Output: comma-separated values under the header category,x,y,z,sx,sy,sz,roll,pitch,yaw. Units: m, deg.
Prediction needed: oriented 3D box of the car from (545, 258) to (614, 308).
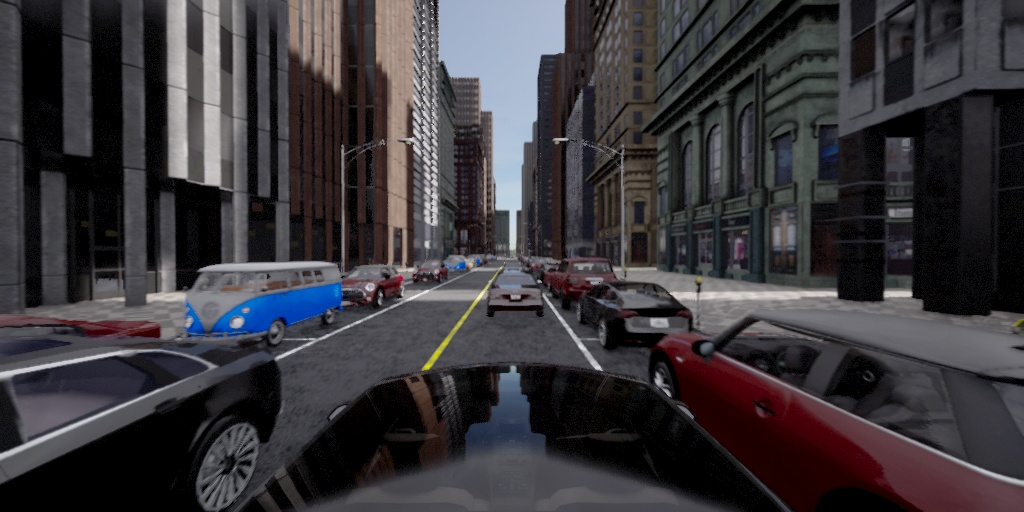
category,x,y,z,sx,sy,sz,roll,pitch,yaw
car,2.767,0.975,14.450,2.192,1.841,5.009,0,0,0

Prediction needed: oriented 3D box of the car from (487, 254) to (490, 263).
category,x,y,z,sx,sy,sz,roll,pitch,yaw
car,-5.737,0.625,65.172,2.192,1.841,5.009,0,0,0

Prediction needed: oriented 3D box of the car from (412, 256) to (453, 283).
category,x,y,z,sx,sy,sz,roll,pitch,yaw
car,-5.753,1.019,25.717,1.967,1.591,4.097,0,0,0

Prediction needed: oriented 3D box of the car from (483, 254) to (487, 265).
category,x,y,z,sx,sy,sz,roll,pitch,yaw
car,-5.739,0.787,59.535,1.967,1.591,4.097,0,0,0

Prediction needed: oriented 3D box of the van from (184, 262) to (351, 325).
category,x,y,z,sx,sy,sz,roll,pitch,yaw
van,-5.760,1.040,8.807,1.690,1.789,3.998,0,0,0

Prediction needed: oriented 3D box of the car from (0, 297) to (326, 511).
category,x,y,z,sx,sy,sz,roll,pitch,yaw
car,-3.100,1.244,1.412,2.128,1.511,4.902,0,0,0

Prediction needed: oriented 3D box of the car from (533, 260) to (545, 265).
category,x,y,z,sx,sy,sz,roll,pitch,yaw
car,2.772,1.146,25.722,1.948,1.339,4.313,0,0,0

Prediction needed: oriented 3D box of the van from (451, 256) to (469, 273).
category,x,y,z,sx,sy,sz,roll,pitch,yaw
van,-5.749,0.841,36.990,1.690,1.789,3.998,0,0,0

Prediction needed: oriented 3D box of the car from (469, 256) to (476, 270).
category,x,y,z,sx,sy,sz,roll,pitch,yaw
car,-5.746,0.986,42.457,1.751,1.417,4.829,0,0,0

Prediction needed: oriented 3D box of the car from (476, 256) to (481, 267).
category,x,y,z,sx,sy,sz,roll,pitch,yaw
car,-5.744,0.973,48.262,2.007,1.370,4.403,0,0,0

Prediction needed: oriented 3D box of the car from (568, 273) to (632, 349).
category,x,y,z,sx,sy,sz,roll,pitch,yaw
car,2.765,1.266,8.813,1.948,1.339,4.313,0,0,0

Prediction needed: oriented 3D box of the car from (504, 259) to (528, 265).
category,x,y,z,sx,sy,sz,roll,pitch,yaw
car,0.111,1.145,30.813,1.895,1.301,4.718,0,0,0

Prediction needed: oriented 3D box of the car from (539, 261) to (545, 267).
category,x,y,z,sx,sy,sz,roll,pitch,yaw
car,2.769,1.165,20.086,1.888,1.381,4.507,0,0,0

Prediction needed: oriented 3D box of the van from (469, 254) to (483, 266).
category,x,y,z,sx,sy,sz,roll,pitch,yaw
van,-5.742,0.726,53.899,1.690,1.789,3.998,0,0,0

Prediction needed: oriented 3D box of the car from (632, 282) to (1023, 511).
category,x,y,z,sx,sy,sz,roll,pitch,yaw
car,2.762,1.180,3.176,1.967,1.591,4.097,0,0,0

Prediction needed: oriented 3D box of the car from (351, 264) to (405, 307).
category,x,y,z,sx,sy,sz,roll,pitch,yaw
car,-5.758,1.099,14.444,1.967,1.591,4.097,0,0,0

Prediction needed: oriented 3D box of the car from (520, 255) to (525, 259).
category,x,y,z,sx,sy,sz,roll,pitch,yaw
car,2.788,0.893,65.174,1.802,1.307,4.207,0,0,0

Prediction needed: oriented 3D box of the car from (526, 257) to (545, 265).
category,x,y,z,sx,sy,sz,roll,pitch,yaw
car,2.776,0.940,36.993,1.967,1.591,4.097,0,0,0

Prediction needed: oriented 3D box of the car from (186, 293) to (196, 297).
category,x,y,z,sx,sy,sz,roll,pitch,yaw
car,-5.763,1.284,3.171,1.888,1.381,4.507,0,0,0

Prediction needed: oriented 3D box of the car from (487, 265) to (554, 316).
category,x,y,z,sx,sy,sz,roll,pitch,yaw
car,0.104,1.218,12.898,2.033,1.411,5.357,0,0,0

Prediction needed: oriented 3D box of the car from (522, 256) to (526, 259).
category,x,y,z,sx,sy,sz,roll,pitch,yaw
car,2.781,0.989,48.266,1.948,1.339,4.313,0,0,0
